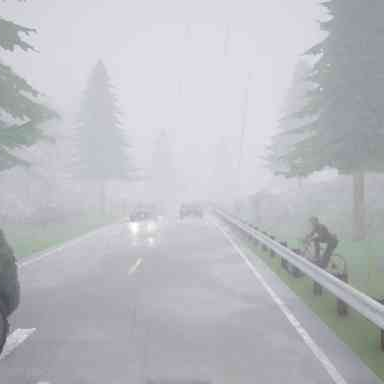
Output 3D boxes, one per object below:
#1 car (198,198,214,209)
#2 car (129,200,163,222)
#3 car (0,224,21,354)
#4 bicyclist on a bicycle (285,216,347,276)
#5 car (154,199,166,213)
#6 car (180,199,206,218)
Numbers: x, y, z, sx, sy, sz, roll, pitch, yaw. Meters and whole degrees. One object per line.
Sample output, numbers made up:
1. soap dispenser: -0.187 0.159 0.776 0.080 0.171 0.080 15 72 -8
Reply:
1. car: 1.535 1.497 44.833 1.812 1.442 4.674 0 0 23
2. car: -3.628 1.548 26.000 1.994 1.385 4.181 0 0 -1
3. car: -3.599 1.219 2.650 2.150 2.045 5.566 0 0 0
4. bicyclist on a bicycle: 3.328 1.482 8.814 1.656 1.620 0.582 4 1 -1
5. car: -3.839 1.504 33.909 1.812 1.442 4.674 0 0 -1
6. car: -0.096 1.582 29.347 1.895 1.301 4.718 0 0 -1
